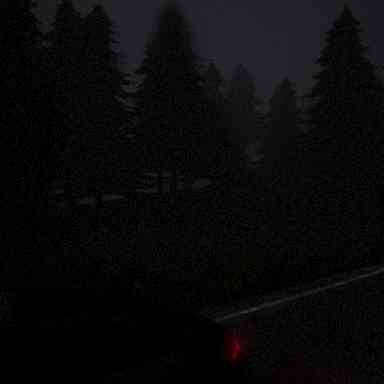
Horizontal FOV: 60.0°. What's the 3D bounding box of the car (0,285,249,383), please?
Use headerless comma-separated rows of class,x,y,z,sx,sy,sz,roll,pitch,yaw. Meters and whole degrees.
car,-1.526,1.563,2.531,4.181,1.385,1.994,0,0,-35
